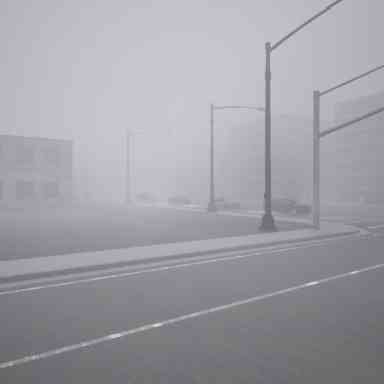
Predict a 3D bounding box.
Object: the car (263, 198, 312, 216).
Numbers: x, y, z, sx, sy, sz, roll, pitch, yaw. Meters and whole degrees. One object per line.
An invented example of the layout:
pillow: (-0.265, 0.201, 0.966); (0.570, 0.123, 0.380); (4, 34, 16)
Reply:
car: (9.066, 1.345, 31.972); (1.882, 1.535, 5.008); (0, 1, -35)

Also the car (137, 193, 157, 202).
car: (-7.640, 0.866, 56.399); (2.128, 1.511, 4.902); (0, 1, -34)

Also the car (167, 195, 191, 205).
car: (-1.885, 1.120, 47.934); (1.994, 1.385, 4.181); (0, 1, -34)

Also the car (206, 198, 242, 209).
car: (3.769, 1.332, 39.667); (1.895, 1.301, 4.718); (0, 1, -34)
